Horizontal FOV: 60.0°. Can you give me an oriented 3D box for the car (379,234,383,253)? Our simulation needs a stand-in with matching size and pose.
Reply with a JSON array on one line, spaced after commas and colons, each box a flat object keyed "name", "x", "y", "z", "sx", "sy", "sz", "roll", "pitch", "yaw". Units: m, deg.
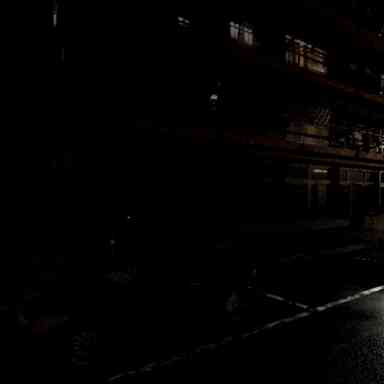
[{"name": "car", "x": 8.545, "y": 1.572, "z": 12.189, "sx": 4.206, "sy": 1.307, "sz": 1.802, "roll": 0, "pitch": 0, "yaw": -35}]

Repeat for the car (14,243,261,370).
[{"name": "car", "x": -0.639, "y": 1.580, "z": 5.638, "sx": 4.206, "sy": 1.307, "sz": 1.802, "roll": 0, "pitch": 0, "yaw": -35}]
